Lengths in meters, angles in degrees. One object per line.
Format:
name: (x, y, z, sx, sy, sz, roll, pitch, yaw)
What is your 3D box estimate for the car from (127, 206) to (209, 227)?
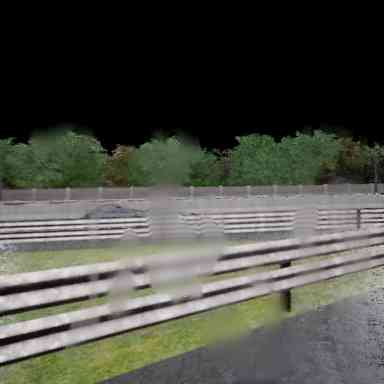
car: (-1.362, 1.659, 20.813, 4.902, 1.511, 2.128, -1, 1, -11)

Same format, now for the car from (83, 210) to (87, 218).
car: (-6.401, 1.724, 26.951, 4.674, 1.442, 1.812, -1, 1, -11)

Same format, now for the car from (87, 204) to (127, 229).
car: (-4.988, 1.764, 23.663, 4.181, 1.385, 1.994, -1, 1, -11)
